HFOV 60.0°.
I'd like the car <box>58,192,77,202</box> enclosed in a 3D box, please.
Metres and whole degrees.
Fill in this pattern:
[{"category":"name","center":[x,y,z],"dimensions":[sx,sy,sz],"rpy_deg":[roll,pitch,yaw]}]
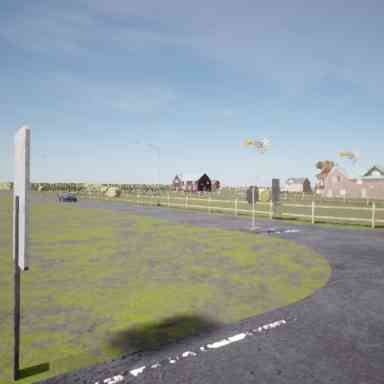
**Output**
[{"category":"car","center":[-18.721,0.721,49.872],"dimensions":[1.994,1.385,4.181],"rpy_deg":[1,1,-36]}]
